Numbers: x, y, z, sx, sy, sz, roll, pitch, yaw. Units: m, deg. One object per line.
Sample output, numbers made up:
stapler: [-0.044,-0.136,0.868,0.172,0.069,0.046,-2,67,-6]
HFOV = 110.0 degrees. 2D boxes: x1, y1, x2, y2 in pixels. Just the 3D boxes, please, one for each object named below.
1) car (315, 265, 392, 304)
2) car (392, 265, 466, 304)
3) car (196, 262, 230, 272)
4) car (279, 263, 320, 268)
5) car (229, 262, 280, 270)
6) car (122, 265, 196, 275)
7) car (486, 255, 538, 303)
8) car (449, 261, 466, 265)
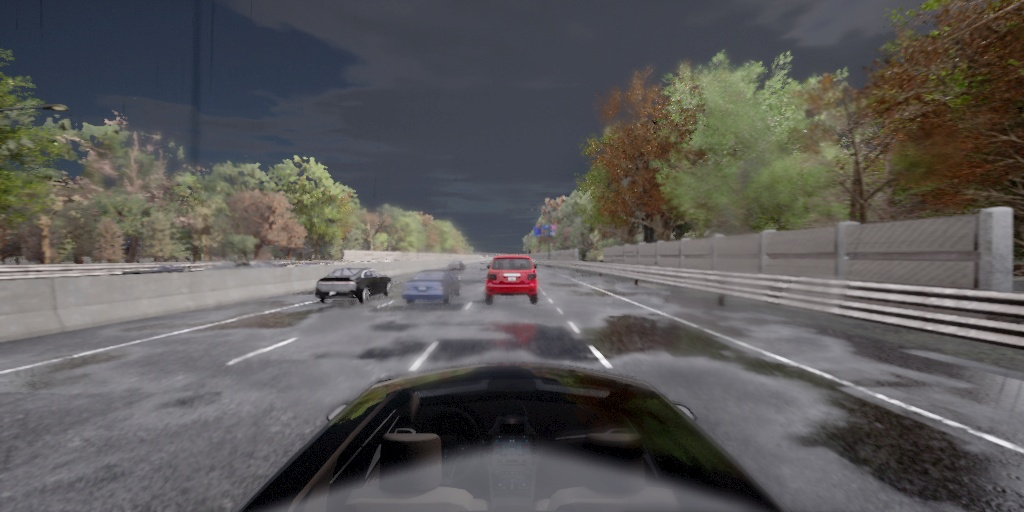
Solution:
car: [-7.004,1.257,16.417,2.128,1.511,4.902,0,0,0]
car: [-3.504,1.313,16.519,2.033,1.411,5.357,0,0,0]
car: [-24.582,1.287,31.594,1.837,1.490,4.892,0,-1,0]
car: [-17.587,1.344,31.030,1.994,1.385,4.181,0,0,0]
car: [-21.093,1.270,30.806,2.128,1.511,4.902,0,0,0]
car: [-28.091,1.378,28.771,1.895,1.301,4.718,0,0,0]
car: [-0.003,0.988,16.744,2.150,2.045,5.566,0,0,0]
car: [-7.008,1.344,45.641,2.033,1.411,5.357,0,0,0]
